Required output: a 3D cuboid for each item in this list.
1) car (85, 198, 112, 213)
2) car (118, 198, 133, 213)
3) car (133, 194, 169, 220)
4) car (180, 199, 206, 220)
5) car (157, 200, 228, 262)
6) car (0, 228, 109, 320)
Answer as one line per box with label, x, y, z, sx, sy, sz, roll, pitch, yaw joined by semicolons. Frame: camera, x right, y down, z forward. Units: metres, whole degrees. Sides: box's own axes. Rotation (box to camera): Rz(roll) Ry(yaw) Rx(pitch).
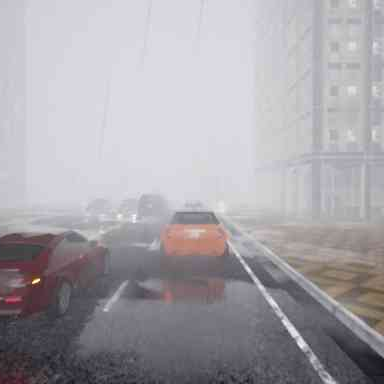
car;-9.864;1.441;35.465;1.837;1.490;4.892;0;0;0
car;-6.615;1.441;35.494;1.837;1.490;4.892;0;0;0
car;-3.177;1.174;27.806;2.150;2.045;5.566;0;0;0
car;0.078;1.442;28.751;2.128;1.511;4.902;0;0;0
car;0.084;1.332;12.227;2.097;1.767;4.553;0;0;0
car;-3.177;1.514;7.231;1.812;1.442;4.674;0;0;0
